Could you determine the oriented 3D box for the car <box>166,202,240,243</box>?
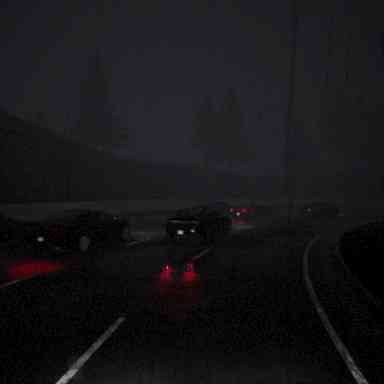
[{"bbox_3d":[0.483,1.460,15.975,2.128,1.511,4.902,0,0,23],"label":"car"}]

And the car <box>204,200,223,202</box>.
[{"bbox_3d":[2.231,1.472,31.607,1.812,1.442,4.674,0,0,41],"label":"car"}]

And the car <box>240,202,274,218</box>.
[{"bbox_3d":[5.407,1.575,29.666,1.895,1.301,4.718,1,0,43],"label":"car"}]

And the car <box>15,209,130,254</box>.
[{"bbox_3d":[-4.275,1.417,13.397,1.882,1.535,5.008,0,0,18],"label":"car"}]

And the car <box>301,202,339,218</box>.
[{"bbox_3d":[11.924,1.583,30.873,4.181,1.385,1.994,0,0,-41],"label":"car"}]

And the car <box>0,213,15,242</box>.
[{"bbox_3d":[-8.387,1.457,13.041,2.033,1.411,5.357,0,0,17],"label":"car"}]
